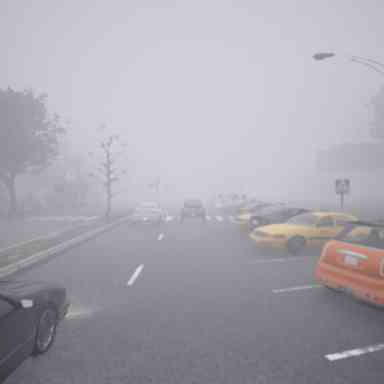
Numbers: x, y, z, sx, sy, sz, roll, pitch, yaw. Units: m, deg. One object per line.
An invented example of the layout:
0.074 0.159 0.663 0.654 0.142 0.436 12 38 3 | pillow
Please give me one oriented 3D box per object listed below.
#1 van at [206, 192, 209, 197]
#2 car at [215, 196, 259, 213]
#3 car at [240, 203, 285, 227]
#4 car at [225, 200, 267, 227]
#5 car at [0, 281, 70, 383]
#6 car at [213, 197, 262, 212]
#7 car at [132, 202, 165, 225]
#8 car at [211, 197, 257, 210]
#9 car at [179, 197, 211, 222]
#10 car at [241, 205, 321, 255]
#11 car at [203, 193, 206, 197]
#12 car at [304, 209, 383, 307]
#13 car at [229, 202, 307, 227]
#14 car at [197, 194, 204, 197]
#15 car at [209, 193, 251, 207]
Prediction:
4.909 1.140 48.817 4.442 1.987 1.878 1 0 -20 | van
5.045 1.370 30.961 4.892 1.521 2.231 1 0 -20 | car
5.078 1.458 16.068 4.792 1.488 2.163 1 0 -20 | car
4.876 1.406 18.972 5.366 1.575 1.946 1 1 -20 | car
-2.901 1.544 2.961 2.033 1.411 5.357 0 0 0 | car
5.034 1.361 36.927 5.008 1.535 2.097 1 0 -20 | car
-2.925 1.427 22.822 1.812 1.442 4.674 0 0 0 | car
5.018 1.362 39.912 4.892 1.521 2.231 1 0 -20 | car
0.070 1.381 25.452 2.128 1.511 4.902 0 0 0 | car
4.882 1.441 13.006 5.366 1.575 1.946 1 1 -20 | car
4.839 1.365 51.775 5.366 1.575 1.946 1 0 -20 | car
5.035 1.350 7.096 4.553 1.767 2.185 1 0 -20 | car
5.041 1.437 22.021 4.674 1.452 2.002 1 0 -20 | car
0.054 1.362 41.659 2.128 1.511 4.902 0 0 0 | car
5.061 1.112 33.962 5.566 2.045 2.435 1 0 -20 | car
